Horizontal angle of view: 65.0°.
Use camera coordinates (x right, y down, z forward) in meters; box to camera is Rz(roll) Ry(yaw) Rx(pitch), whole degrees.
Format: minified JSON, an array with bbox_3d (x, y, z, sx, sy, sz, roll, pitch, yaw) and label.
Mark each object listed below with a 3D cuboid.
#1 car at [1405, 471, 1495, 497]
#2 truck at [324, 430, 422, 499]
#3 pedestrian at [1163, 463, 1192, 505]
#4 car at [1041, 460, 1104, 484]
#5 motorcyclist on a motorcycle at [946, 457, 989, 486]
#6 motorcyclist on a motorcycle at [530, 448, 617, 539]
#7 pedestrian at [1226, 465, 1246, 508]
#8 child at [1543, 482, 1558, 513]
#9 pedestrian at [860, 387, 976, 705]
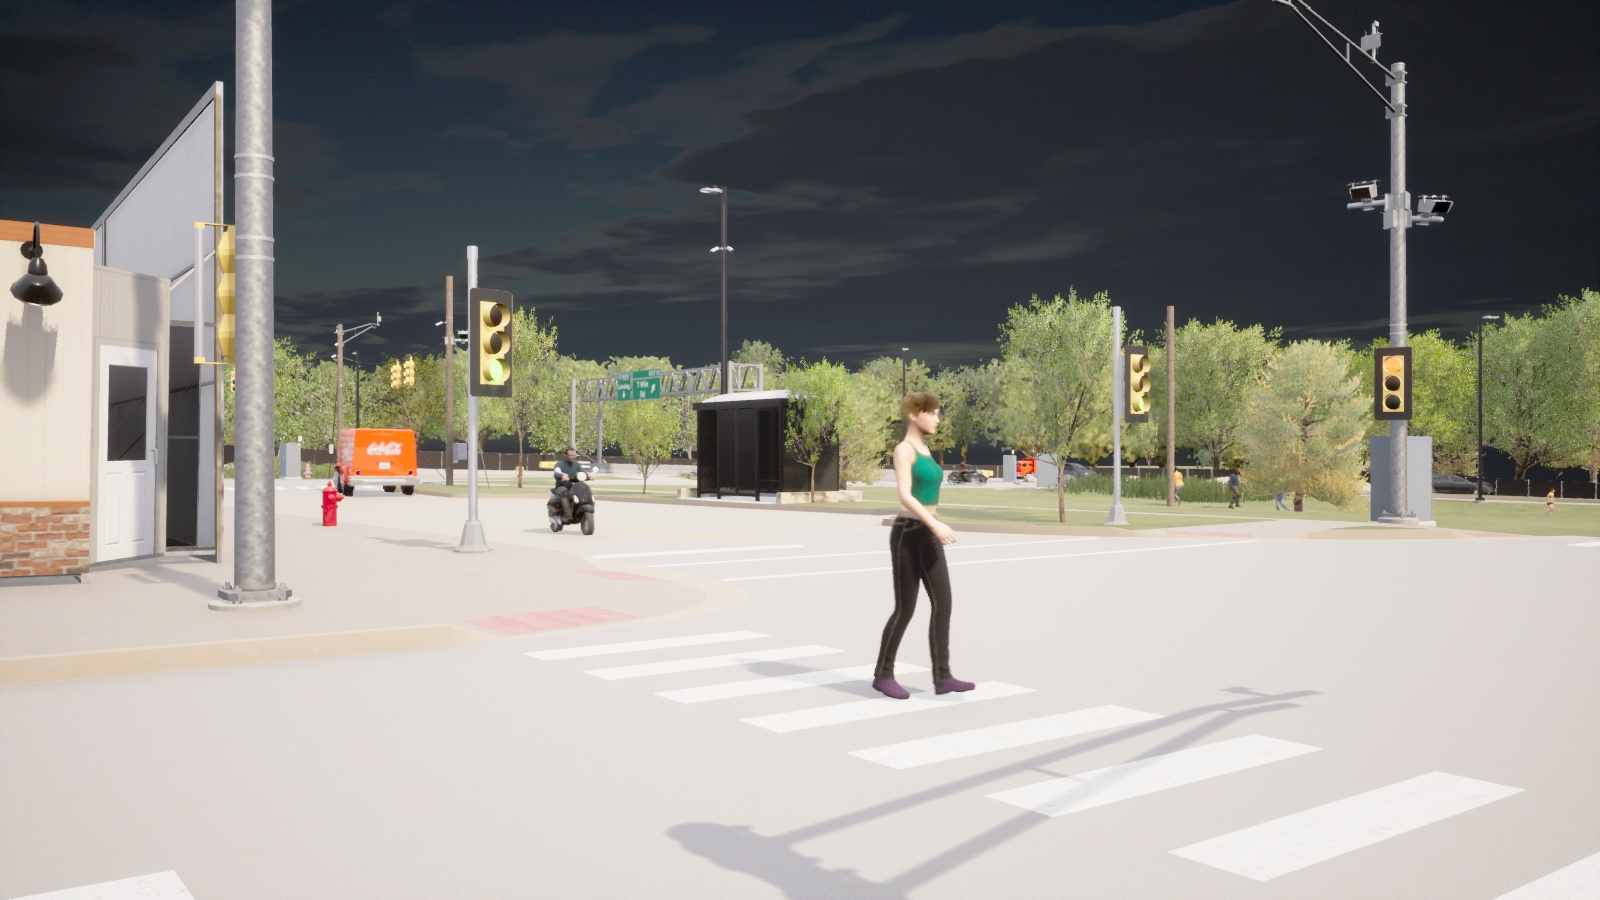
[{"bbox_3d":[42.493,2.191,82.176,4.892,1.490,1.837,2,-1,5],"label":"car"},{"bbox_3d":[-16.165,0.498,47.382,2.627,2.467,5.204,0,0,-29],"label":"truck"},{"bbox_3d":[16.989,1.525,56.551,0.874,1.855,0.900,0,0,-41],"label":"pedestrian"},{"bbox_3d":[19.136,1.557,88.245,3.988,1.617,1.851,0,-2,44],"label":"car"},{"bbox_3d":[9.721,1.256,72.787,2.350,1.649,0.766,1,0,-6],"label":"motorcyclist on a motorcycle"},{"bbox_3d":[-4.183,0.777,23.066,0.866,1.590,1.817,0,0,-36],"label":"motorcyclist on a motorcycle"},{"bbox_3d":[19.145,1.596,55.184,0.370,1.835,0.726,0,0,-38],"label":"pedestrian"},{"bbox_3d":[27.441,1.727,45.905,0.255,1.110,0.394,0,0,-44],"label":"child"},{"bbox_3d":[0.707,0.555,7.548,0.594,1.836,0.345,0,0,34],"label":"pedestrian"}]
